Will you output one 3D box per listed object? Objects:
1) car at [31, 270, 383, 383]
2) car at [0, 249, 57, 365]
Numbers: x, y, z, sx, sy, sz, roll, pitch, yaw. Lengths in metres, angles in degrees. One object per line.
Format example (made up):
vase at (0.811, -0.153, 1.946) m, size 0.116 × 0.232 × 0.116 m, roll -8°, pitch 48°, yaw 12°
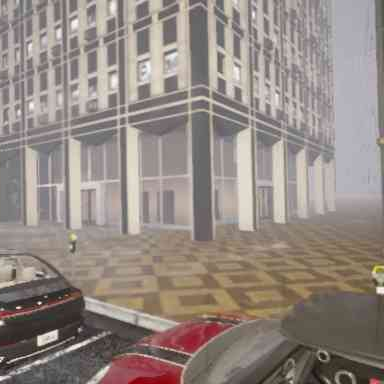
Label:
car at (1.019, 1.444, 2.165) m, size 4.097 × 1.590 × 1.967 m, roll -1°, pitch -1°, yaw 36°
car at (-3.580, 1.618, 5.447) m, size 4.403 × 1.369 × 2.008 m, roll -1°, pitch -1°, yaw 36°
